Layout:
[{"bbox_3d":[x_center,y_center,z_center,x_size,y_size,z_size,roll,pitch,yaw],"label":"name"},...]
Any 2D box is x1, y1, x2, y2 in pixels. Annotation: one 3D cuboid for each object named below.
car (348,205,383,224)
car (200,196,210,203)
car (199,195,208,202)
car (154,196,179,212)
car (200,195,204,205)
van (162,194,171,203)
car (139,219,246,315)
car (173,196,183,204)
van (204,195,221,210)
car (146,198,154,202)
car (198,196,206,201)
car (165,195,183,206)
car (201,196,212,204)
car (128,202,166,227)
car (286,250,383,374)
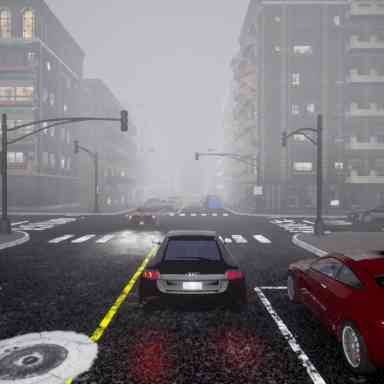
[{"bbox_3d":[14.628,1.727,26.239,4.181,1.385,1.994,1,0,0],"label":"car"},{"bbox_3d":[2.741,1.662,70.808,1.887,1.381,4.507,-1,0,0],"label":"car"},{"bbox_3d":[2.797,1.598,81.850,1.967,1.590,4.097,-1,0,0],"label":"car"},{"bbox_3d":[-3.057,1.583,40.208,2.033,1.411,5.357,0,0,0],"label":"car"},{"bbox_3d":[2.762,1.367,48.725,2.192,1.841,5.009,-1,0,0],"label":"car"},{"bbox_3d":[-5.782,1.478,76.397,1.690,1.788,3.998,-1,0,0],"label":"van"},{"bbox_3d":[0.009,1.564,7.666,1.994,1.385,4.181,0,0,0],"label":"car"},{"bbox_3d":[-2.940,1.590,69.293,1.882,1.535,5.008,0,0,0],"label":"car"},{"bbox_3d":[2.847,1.382,43.228,1.690,1.788,3.998,-1,0,0],"label":"van"},{"bbox_3d":[-5.801,1.634,48.782,1.802,1.307,4.206,-1,0,0],"label":"car"},{"bbox_3d":[2.830,1.769,92.895,1.947,1.339,4.313,-1,0,0],"label":"car"},{"bbox_3d":[-3.042,1.418,54.824,2.097,1.767,4.553,0,0,0],"label":"car"},{"bbox_3d":[2.735,1.539,65.287,1.967,1.590,4.097,-1,0,0],"label":"car"},{"bbox_3d":[-3.082,1.612,22.694,1.895,1.301,4.718,0,0,0],"label":"car"},{"bbox_3d":[2.797,1.582,5.326,1.802,1.307,4.206,0,0,0],"label":"car"}]
